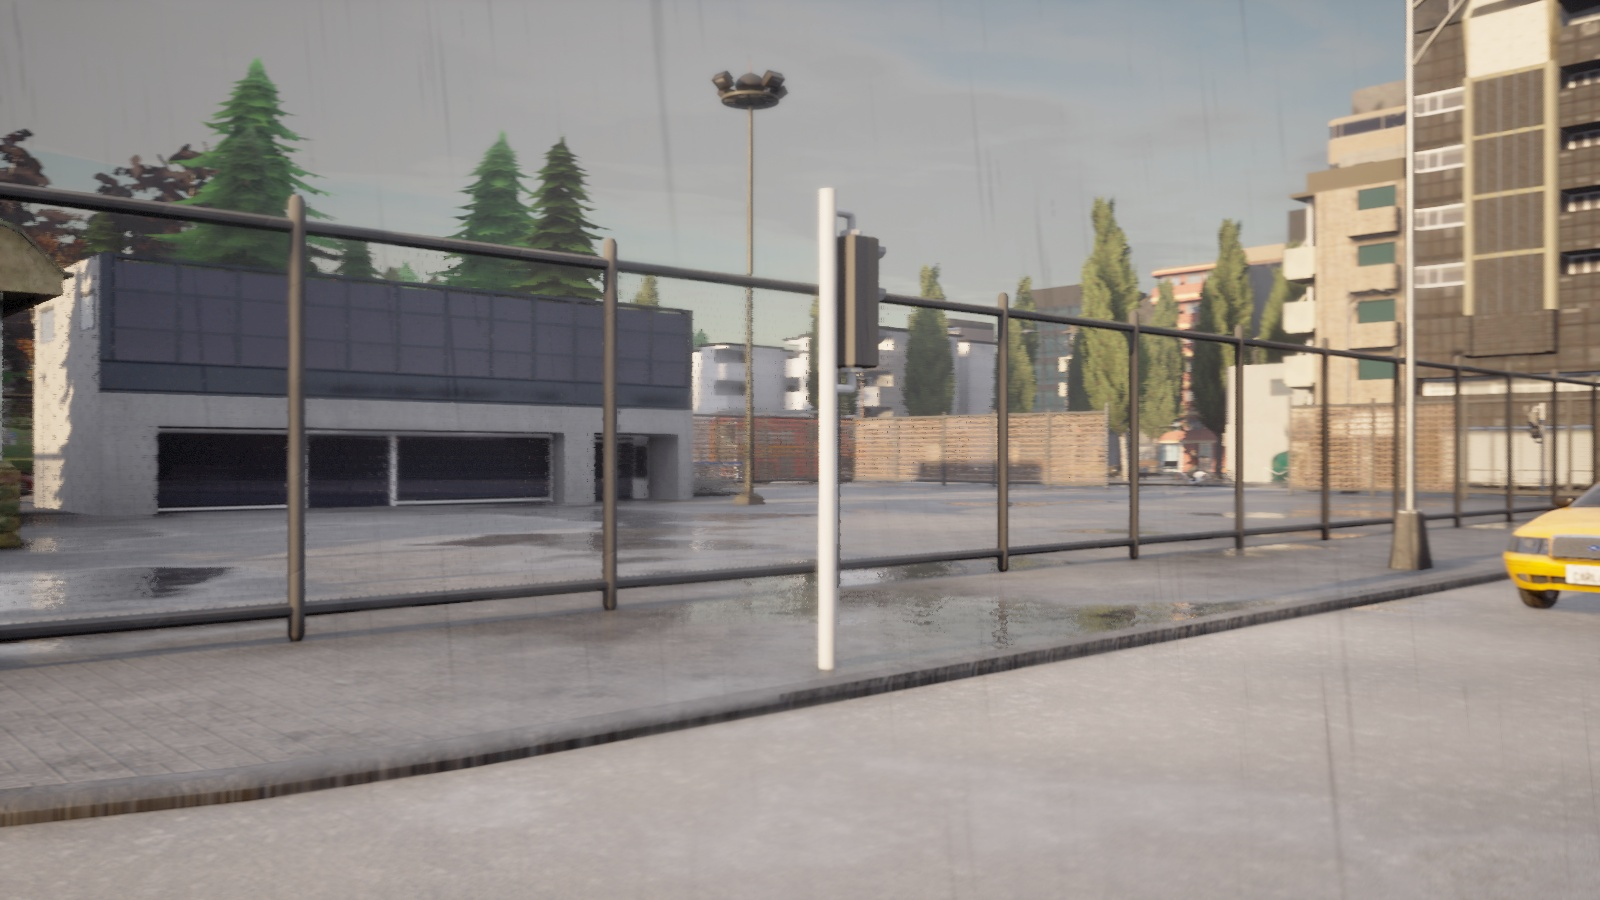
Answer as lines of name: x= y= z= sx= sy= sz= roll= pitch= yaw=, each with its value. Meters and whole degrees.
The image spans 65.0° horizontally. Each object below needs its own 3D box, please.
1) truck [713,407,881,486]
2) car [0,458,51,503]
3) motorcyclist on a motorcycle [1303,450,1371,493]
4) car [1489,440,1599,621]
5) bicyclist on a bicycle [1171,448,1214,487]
truck: x=-0.069 y=-0.175 z=64.707 sx=8.468 sy=3.827 sz=2.891 roll=0 pitch=0 yaw=-35
car: x=-27.169 y=0.999 z=41.166 sx=4.193 sy=1.474 sz=1.816 roll=0 pitch=0 yaw=-42
motorcyclist on a motorcycle: x=20.860 y=0.815 z=48.829 sx=0.766 sy=1.649 sz=2.350 roll=0 pitch=0 yaw=-42
car: x=9.057 y=0.704 z=12.693 sx=5.366 sy=1.575 sz=1.801 roll=0 pitch=0 yaw=-39
bicyclist on a bicycle: x=18.082 y=0.778 z=57.890 sx=0.659 sy=1.776 sz=1.843 roll=0 pitch=0 yaw=-42
